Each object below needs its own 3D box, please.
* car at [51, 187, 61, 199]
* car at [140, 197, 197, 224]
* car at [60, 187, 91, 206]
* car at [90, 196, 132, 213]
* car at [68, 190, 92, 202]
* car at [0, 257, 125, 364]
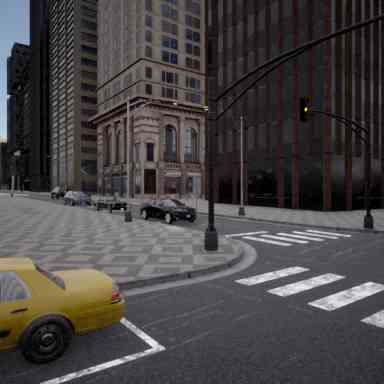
[{"bbox_3d":[-21.984,0.133,55.718,2.150,2.045,5.566,0,1,-36],"label":"car"},{"bbox_3d":[-1.661,1.129,21.996,1.882,1.535,5.008,0,1,-36],"label":"car"},{"bbox_3d":[-13.073,0.627,37.953,2.097,1.767,4.553,0,1,-36],"label":"car"},{"bbox_3d":[-7.116,1.070,29.616,1.895,1.301,4.718,0,1,-36],"label":"car"},{"bbox_3d":[-16.019,0.575,47.460,1.882,1.535,5.008,0,1,-35],"label":"car"},{"bbox_3d":[-3.317,1.525,4.283,4.829,1.417,1.752,0,0,-35],"label":"car"}]
